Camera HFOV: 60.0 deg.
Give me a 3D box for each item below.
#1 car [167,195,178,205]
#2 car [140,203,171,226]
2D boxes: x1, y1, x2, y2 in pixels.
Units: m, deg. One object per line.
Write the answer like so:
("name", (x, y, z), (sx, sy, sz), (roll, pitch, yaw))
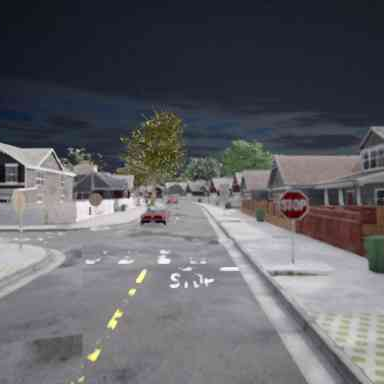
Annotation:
("car", (-4.162, 1.597, 70.674), (2.150, 2.045, 5.566), (0, 0, -7))
("car", (-2.650, 1.733, 24.698), (1.895, 1.301, 4.718), (0, 0, 1))
